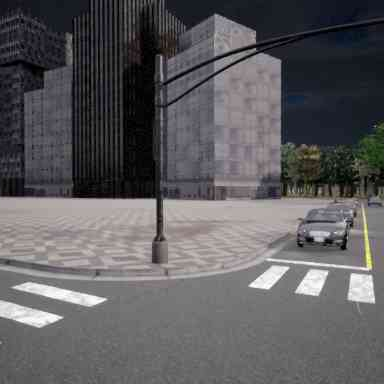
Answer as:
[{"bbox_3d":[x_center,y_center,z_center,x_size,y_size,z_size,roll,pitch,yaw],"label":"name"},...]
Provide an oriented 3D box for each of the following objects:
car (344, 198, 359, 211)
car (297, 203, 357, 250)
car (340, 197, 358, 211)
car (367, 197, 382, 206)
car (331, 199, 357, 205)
[{"bbox_3d":[14.324,1.442,31.033,1.882,1.535,5.008,0,0,27],"label":"car"},{"bbox_3d":[5.799,1.475,14.427,2.128,1.511,4.902,0,0,27],"label":"car"},{"bbox_3d":[19.019,1.454,40.198,1.837,1.490,4.892,0,0,27],"label":"car"},{"bbox_3d":[28.510,1.474,52.058,2.033,1.411,5.357,0,0,25],"label":"car"},{"bbox_3d":[9.996,1.480,22.631,1.837,1.490,4.892,0,0,27],"label":"car"}]
